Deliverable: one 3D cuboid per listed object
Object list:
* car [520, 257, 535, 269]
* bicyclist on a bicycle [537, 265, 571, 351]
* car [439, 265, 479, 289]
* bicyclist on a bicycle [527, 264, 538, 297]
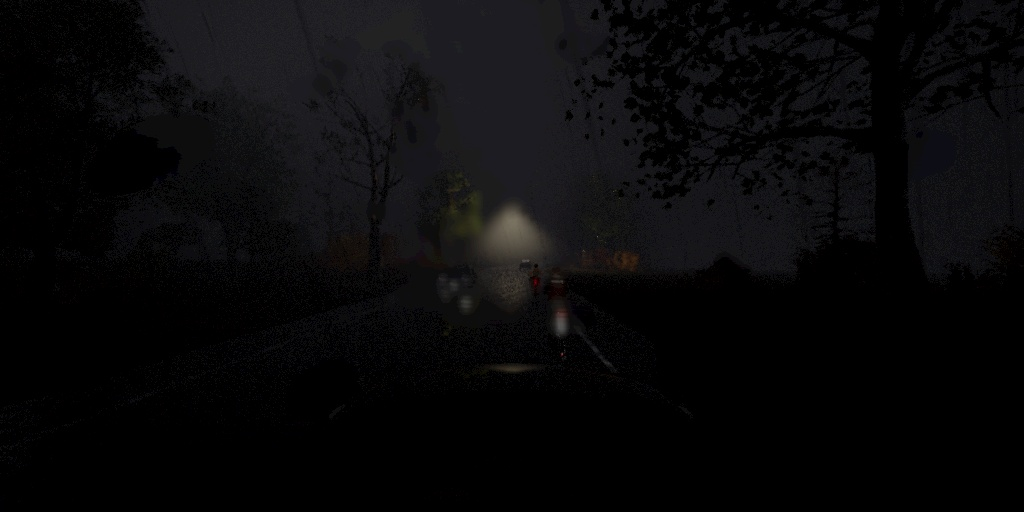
[{"bbox_3d":[2.286,1.345,58.834,2.128,1.511,4.902,0,0,4],"label":"car"},{"bbox_3d":[1.016,1.120,8.145,0.659,1.776,1.843,0,0,1],"label":"bicyclist on a bicycle"},{"bbox_3d":[-3.258,1.302,23.300,2.033,1.411,5.357,0,0,2],"label":"car"},{"bbox_3d":[1.194,1.190,17.928,0.866,1.612,1.509,0,0,1],"label":"bicyclist on a bicycle"}]
